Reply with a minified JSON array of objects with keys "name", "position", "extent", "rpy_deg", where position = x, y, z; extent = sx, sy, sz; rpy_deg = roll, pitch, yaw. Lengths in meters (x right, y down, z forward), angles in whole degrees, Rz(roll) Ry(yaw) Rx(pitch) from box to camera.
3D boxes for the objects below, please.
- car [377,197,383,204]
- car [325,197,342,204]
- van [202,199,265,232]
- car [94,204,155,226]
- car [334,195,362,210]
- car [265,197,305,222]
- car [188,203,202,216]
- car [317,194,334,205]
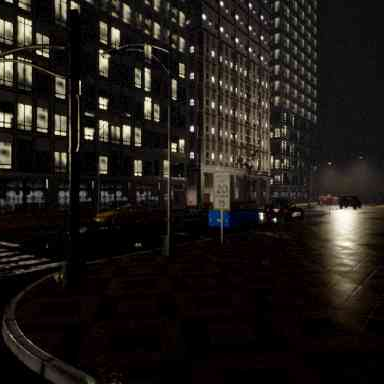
[{"name":"car","position":[38.174,1.658,66.534],"extent":[1.947,1.339,4.313],"rpy_deg":[0,0,38]},{"name":"car","position":[28.538,1.624,66.940],"extent":[2.008,1.369,4.403],"rpy_deg":[0,0,38]},{"name":"van","position":[2.636,1.368,20.252],"extent":[1.690,1.788,3.998],"rpy_deg":[0,0,38]},{"name":"car","position":[-4.751,1.540,23.971],"extent":[1.752,1.417,4.829],"rpy_deg":[0,0,38]},{"name":"car","position":[21.191,1.368,44.503],"extent":[2.192,1.841,5.009],"rpy_deg":[0,0,38]},{"name":"car","position":[7.603,1.472,26.877],"extent":[1.967,1.590,4.097],"rpy_deg":[0,0,38]},{"name":"car","position":[1.362,1.603,31.689],"extent":[1.802,1.307,4.206],"rpy_deg":[0,0,38]},{"name":"car","position":[25.141,1.380,62.535],"extent":[2.192,1.841,5.009],"rpy_deg":[0,0,38]}]
